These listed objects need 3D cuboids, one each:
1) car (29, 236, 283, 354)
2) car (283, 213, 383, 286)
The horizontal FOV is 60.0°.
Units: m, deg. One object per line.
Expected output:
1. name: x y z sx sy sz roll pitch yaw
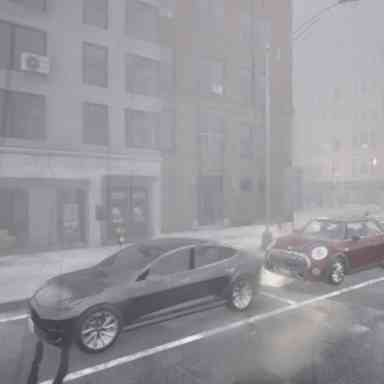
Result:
1. car: -0.575 1.563 6.121 4.313 1.339 1.947 0 0 -35
2. car: 3.923 1.432 9.329 4.097 1.590 1.967 0 0 -35
